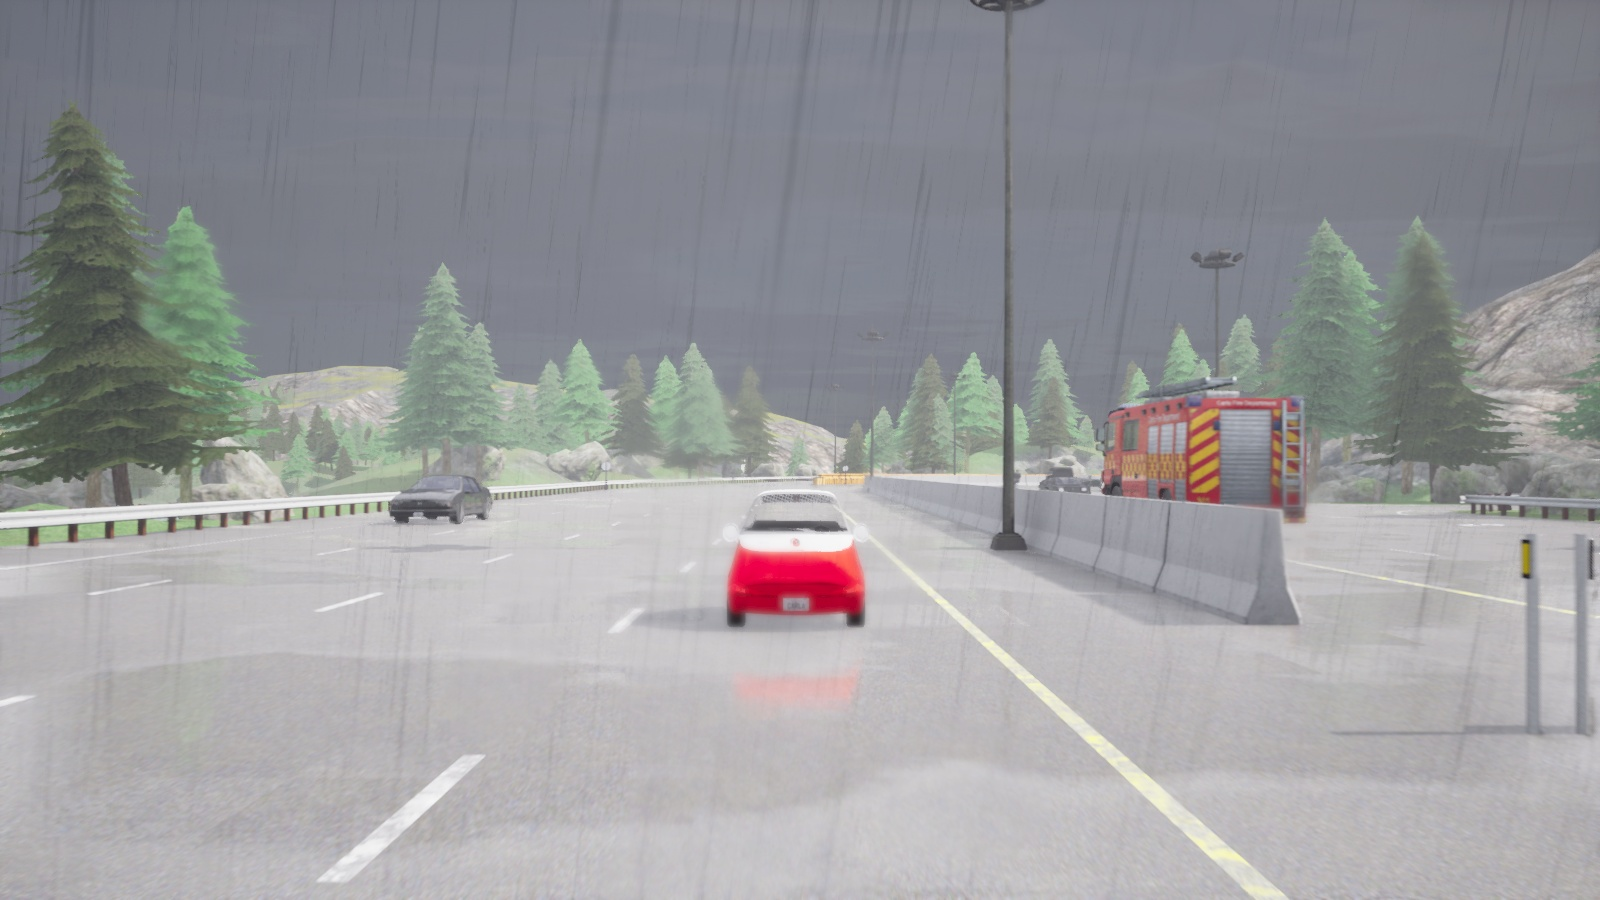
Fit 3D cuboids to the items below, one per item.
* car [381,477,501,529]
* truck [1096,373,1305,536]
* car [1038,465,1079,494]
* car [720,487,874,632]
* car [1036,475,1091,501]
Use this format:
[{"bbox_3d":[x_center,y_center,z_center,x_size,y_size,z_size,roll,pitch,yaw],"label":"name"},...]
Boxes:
[{"bbox_3d":[-10.585,1.532,37.466,2.033,1.411,5.357,0,-1,0],"label":"car"},{"bbox_3d":[10.416,0.174,33.792,2.891,3.827,8.468,0,-1,0],"label":"truck"},{"bbox_3d":[17.191,1.942,83.570,1.905,1.878,3.866,0,-1,0],"label":"car"},{"bbox_3d":[-0.030,1.091,13.232,1.481,1.376,2.207,0,-1,0],"label":"car"},{"bbox_3d":[13.783,1.963,65.887,1.895,1.301,4.718,0,-1,0],"label":"car"}]
